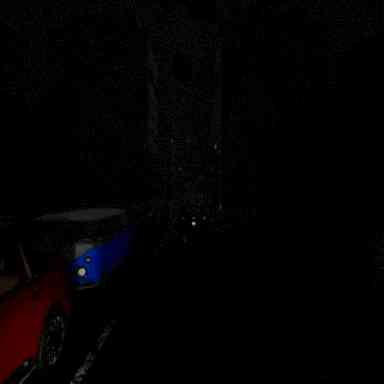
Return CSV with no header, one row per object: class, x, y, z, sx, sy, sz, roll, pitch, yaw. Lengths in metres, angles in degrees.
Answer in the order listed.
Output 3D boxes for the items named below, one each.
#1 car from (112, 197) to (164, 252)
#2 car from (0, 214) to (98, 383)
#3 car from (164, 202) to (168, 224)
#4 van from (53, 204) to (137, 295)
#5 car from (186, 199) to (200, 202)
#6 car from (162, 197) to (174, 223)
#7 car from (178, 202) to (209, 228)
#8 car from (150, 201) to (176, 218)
car,-2.633,1.314,14.011,2.192,1.841,5.009,0,0,0
car,-2.632,1.314,2.783,2.192,1.841,5.009,0,0,0
car,-2.634,1.527,19.454,1.752,1.417,4.829,0,0,0
van,-2.633,1.339,8.397,1.690,1.788,3.998,0,0,0
car,0.093,1.494,37.009,1.882,1.535,5.008,0,0,0
car,-2.633,1.321,25.238,2.192,1.841,5.009,0,0,0
car,0.098,1.604,22.150,1.895,1.301,4.718,0,0,0
car,-2.633,1.562,30.852,2.008,1.369,4.403,0,0,0
